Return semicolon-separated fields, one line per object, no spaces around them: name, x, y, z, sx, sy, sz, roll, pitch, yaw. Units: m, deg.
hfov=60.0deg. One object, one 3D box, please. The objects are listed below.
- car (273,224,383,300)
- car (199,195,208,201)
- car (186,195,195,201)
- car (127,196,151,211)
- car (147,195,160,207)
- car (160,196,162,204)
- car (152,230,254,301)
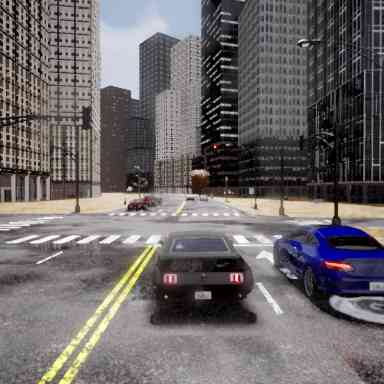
car;3.354;1.523;8.254;1.812;1.442;4.674;0;0;1
car;2.822;1.396;80.556;1.812;1.442;4.674;0;0;-4
car;-0.427;1.469;80.443;1.895;1.301;4.718;0;0;-4
car;-6.535;1.530;40.350;1.994;1.385;4.181;0;0;0
car;-6.520;1.299;50.599;2.097;1.767;4.553;0;0;0
car;-6.502;1.416;60.890;2.128;1.511;4.902;0;0;0
car;0.111;1.598;8.286;1.895;1.301;4.718;0;0;-3
